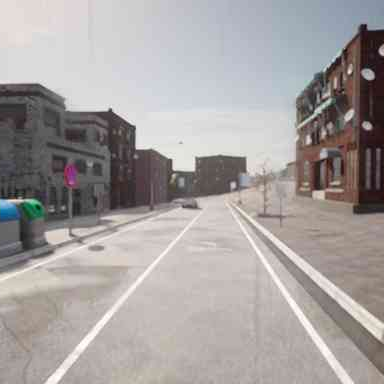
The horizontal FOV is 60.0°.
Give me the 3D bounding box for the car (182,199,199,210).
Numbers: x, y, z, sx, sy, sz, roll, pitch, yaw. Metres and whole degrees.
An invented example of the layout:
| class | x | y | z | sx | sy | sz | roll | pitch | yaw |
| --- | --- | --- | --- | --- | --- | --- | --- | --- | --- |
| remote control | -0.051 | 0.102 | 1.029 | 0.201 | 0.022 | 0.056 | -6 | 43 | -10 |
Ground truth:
| class | x | y | z | sx | sy | sz | roll | pitch | yaw |
| --- | --- | --- | --- | --- | --- | --- | --- | --- | --- |
| car | -0.173 | 1.605 | 43.694 | 1.994 | 1.385 | 4.181 | 0 | 0 | 5 |
